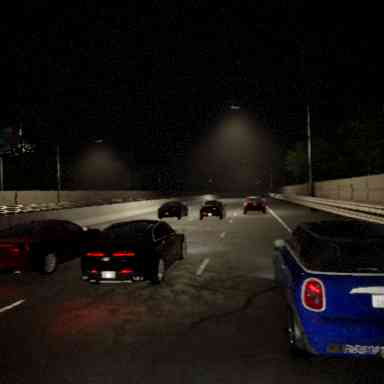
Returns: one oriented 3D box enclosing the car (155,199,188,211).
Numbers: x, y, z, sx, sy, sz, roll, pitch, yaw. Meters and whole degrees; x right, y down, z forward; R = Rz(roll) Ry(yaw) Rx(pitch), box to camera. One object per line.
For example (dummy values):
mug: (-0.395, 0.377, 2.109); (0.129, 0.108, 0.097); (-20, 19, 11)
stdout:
car: (-1.586, 1.555, 29.046); (1.882, 1.535, 5.008); (-2, 0, 10)

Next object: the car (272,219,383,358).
car: (2.595, 1.261, 5.909); (2.097, 1.767, 4.553); (-2, 0, 10)

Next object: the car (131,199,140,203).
car: (-9.952, 2.057, 62.976); (1.895, 1.301, 4.718); (-2, 0, 10)

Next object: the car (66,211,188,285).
car: (-1.426, 1.557, 9.711); (1.837, 1.490, 4.892); (-2, 0, 10)

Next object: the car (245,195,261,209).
car: (7.946, 1.255, 43.383); (1.882, 1.535, 5.008); (-2, 0, 10)

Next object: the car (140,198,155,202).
car: (-7.120, 1.871, 59.036); (1.812, 1.442, 4.674); (-2, 0, 11)

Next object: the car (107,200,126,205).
car: (-13.843, 2.185, 61.055); (1.895, 1.301, 4.718); (-2, 0, 10)

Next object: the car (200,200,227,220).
car: (1.789, 1.463, 28.034); (1.837, 1.490, 4.892); (-2, 0, 10)

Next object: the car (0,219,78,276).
car: (-4.736, 1.646, 11.088); (1.882, 1.535, 5.008); (-2, 0, 10)

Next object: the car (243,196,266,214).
car: (6.134, 1.167, 32.735); (2.097, 1.767, 4.553); (-2, 0, 10)
